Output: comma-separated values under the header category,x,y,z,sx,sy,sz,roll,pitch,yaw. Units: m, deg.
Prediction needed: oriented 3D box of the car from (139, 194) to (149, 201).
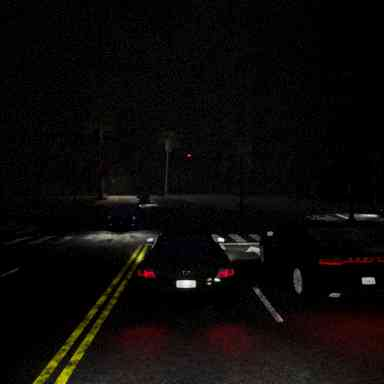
category,x,y,z,sx,sy,sz,roll,pitch,yaw
car,-9.576,1.066,66.086,1.994,1.385,4.181,0,1,-9

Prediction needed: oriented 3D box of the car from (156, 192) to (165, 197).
category,x,y,z,sx,sy,sz,roll,pitch,yaw
car,-8.909,0.664,93.963,2.128,1.511,4.902,0,1,-14

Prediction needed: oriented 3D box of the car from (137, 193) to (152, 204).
category,x,y,z,sx,sy,sz,roll,pitch,yaw
car,-7.682,1.159,53.997,1.837,1.490,4.892,0,1,-8

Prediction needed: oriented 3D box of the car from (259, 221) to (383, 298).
category,x,y,z,sx,sy,sz,roll,pitch,yaw
car,3.128,1.476,8.571,1.882,1.535,5.008,0,0,-3

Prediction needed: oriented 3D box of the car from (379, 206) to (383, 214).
category,x,y,z,sx,sy,sz,roll,pitch,yaw
car,18.338,1.417,26.878,5.008,1.535,1.882,0,0,12

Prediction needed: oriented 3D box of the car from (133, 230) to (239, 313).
category,x,y,z,sx,sy,sz,roll,pitch,yaw
car,-0.149,1.563,7.774,1.994,1.385,4.181,0,0,-1

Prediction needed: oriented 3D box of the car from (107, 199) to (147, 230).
category,x,y,z,sx,sy,sz,roll,pitch,yaw
car,-4.200,1.463,21.441,1.882,1.535,5.008,0,0,-4

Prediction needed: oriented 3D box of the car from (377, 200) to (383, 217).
category,x,y,z,sx,sy,sz,roll,pitch,yaw
car,19.289,1.490,29.999,4.181,1.385,1.994,0,0,13

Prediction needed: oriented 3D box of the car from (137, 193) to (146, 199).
category,x,y,z,sx,sy,sz,roll,pitch,yaw
car,-11.866,0.897,77.927,1.994,1.385,4.181,0,1,-11
